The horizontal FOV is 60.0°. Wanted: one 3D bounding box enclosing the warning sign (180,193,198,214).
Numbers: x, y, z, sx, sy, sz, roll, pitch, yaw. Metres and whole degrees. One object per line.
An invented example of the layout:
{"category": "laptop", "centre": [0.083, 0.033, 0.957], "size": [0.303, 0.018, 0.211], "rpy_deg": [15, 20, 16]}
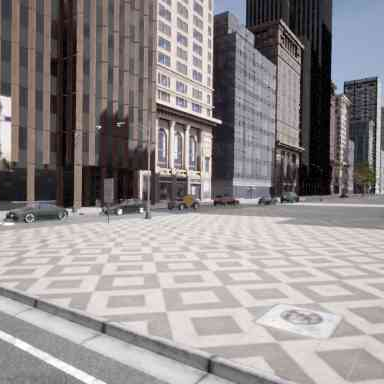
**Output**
{"category": "warning sign", "centre": [-0.255, 1.077, 30.676], "size": [1.300, 1.860, 1.060], "rpy_deg": [1, 1, 35]}

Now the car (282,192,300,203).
{"category": "car", "centre": [17.930, 0.992, 60.891], "size": [2.150, 2.045, 5.566], "rpy_deg": [1, 1, 34]}

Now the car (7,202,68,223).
{"category": "car", "centre": [-11.459, 1.470, 24.919], "size": [1.994, 1.385, 4.181], "rpy_deg": [1, 1, 35]}

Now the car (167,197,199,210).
{"category": "car", "centre": [-1.001, 1.340, 39.689], "size": [1.837, 1.490, 4.892], "rpy_deg": [1, 1, 35]}

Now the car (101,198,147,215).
{"category": "car", "centre": [-6.448, 1.377, 31.996], "size": [1.837, 1.490, 4.892], "rpy_deg": [1, 1, 35]}

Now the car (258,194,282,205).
{"category": "car", "centre": [12.010, 1.341, 52.534], "size": [1.812, 1.442, 4.674], "rpy_deg": [1, 1, 35]}

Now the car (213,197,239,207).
{"category": "car", "centre": [4.955, 1.395, 48.044], "size": [1.895, 1.301, 4.718], "rpy_deg": [1, 1, 36]}
